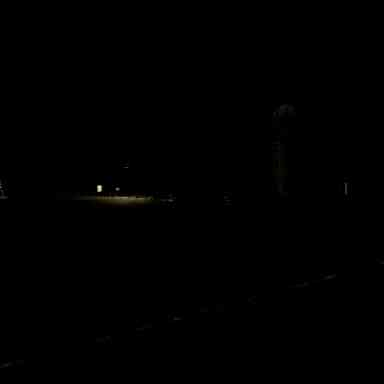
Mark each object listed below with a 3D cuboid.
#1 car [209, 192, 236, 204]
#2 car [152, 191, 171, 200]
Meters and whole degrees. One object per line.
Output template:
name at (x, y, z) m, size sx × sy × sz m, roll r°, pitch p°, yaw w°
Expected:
car at (4.618, 0.791, 50.677) m, size 2.097 × 1.767 × 4.553 m, roll -1°, pitch 1°, yaw -36°
car at (-5.933, 0.679, 65.421) m, size 2.097 × 1.767 × 4.553 m, roll -1°, pitch 1°, yaw -36°
